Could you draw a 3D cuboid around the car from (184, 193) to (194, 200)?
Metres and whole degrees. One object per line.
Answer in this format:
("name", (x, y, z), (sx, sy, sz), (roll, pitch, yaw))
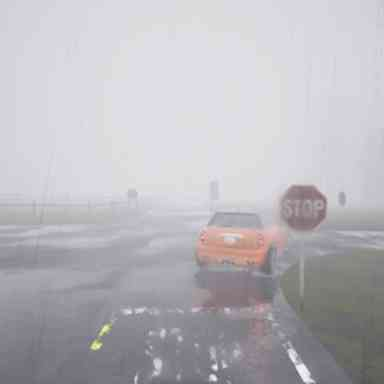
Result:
("car", (-0.726, 0.958, 72.803), (1.837, 1.490, 4.892), (0, 0, -6))

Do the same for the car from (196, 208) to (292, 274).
("car", (1.847, 1.280, 10.675), (2.097, 1.767, 4.553), (1, 0, 24))

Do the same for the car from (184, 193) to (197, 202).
("car", (-0.053, 1.110, 62.277), (2.033, 1.411, 5.357), (0, 0, -2))
